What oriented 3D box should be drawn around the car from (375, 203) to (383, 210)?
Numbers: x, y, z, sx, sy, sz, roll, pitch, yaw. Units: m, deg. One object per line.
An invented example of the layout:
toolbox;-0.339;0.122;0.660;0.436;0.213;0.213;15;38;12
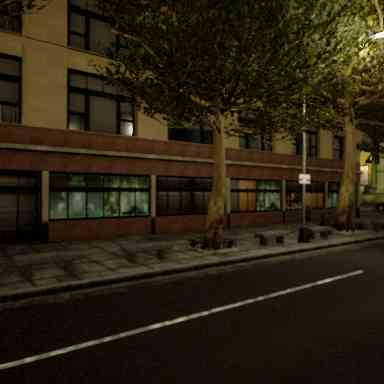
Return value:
car;26.524;1.700;43.214;1.837;1.490;4.892;0;0;-36
